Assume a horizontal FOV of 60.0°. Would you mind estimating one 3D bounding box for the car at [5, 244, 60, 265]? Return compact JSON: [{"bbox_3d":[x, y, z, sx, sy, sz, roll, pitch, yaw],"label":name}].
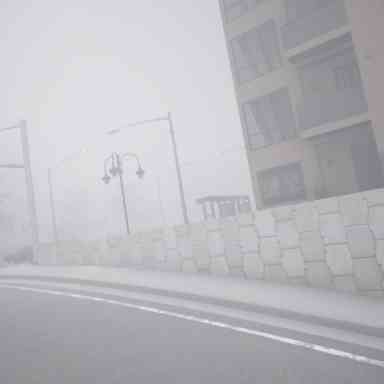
[{"bbox_3d":[-11.763,4.755,25.974,1.895,1.301,4.718,-14,-8,35],"label":"car"}]
